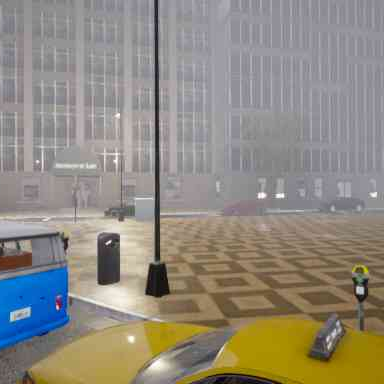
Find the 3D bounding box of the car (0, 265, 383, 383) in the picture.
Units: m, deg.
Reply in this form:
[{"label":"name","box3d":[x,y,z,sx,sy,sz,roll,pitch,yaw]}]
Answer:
[{"label":"car","box3d":[0.649,1.526,2.263,4.829,1.417,1.752,0,0,35]}]

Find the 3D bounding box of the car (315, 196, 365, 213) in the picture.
[{"label":"car","box3d":[14.412,1.191,32.367,4.892,1.490,1.837,0,0,-14]}]

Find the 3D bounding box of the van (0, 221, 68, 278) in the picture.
[{"label":"van","box3d":[-3.722,1.343,5.372,3.998,1.788,1.690,0,0,35]}]

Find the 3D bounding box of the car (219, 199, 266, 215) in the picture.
[{"label":"car","box3d":[4.553,1.320,29.924,4.181,1.385,1.994,0,0,-14]}]

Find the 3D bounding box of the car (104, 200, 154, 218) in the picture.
[{"label":"car","box3d":[-5.161,1.396,27.499,4.181,1.385,1.994,0,0,-14]}]
